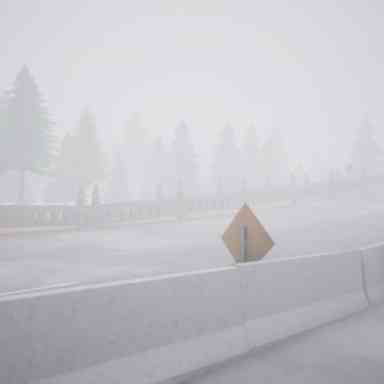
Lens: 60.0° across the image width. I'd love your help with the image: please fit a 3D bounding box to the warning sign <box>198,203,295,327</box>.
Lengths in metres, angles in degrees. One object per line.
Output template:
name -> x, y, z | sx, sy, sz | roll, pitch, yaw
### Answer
warning sign -> 0.921, 1.127, 5.855 | 1.060, 1.860, 1.300 | 2, -3, -35
